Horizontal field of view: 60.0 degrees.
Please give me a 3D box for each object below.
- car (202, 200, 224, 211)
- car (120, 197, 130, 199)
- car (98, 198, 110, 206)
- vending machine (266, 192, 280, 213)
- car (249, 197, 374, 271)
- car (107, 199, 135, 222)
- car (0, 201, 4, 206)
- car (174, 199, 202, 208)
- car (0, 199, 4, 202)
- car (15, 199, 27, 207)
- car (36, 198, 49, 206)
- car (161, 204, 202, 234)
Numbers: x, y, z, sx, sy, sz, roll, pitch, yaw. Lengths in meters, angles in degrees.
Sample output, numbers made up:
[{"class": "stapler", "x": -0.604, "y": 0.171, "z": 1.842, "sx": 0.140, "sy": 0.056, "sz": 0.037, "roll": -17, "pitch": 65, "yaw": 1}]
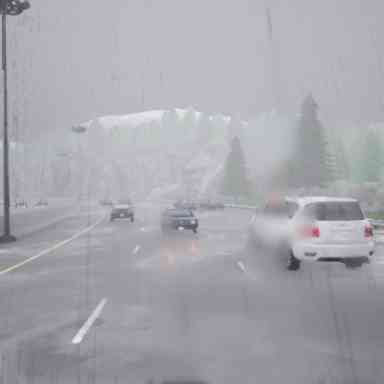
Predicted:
[{"class": "car", "x": 2.374, "y": 1.587, "z": 41.551, "sx": 1.895, "sy": 1.301, "sz": 4.718, "roll": -1, "pitch": 0, "yaw": -16}, {"class": "car", "x": -12.747, "y": 1.701, "z": 62.635, "sx": 2.128, "sy": 1.511, "sz": 4.902, "roll": -1, "pitch": 0, "yaw": -24}, {"class": "car", "x": -16.079, "y": 1.821, "z": 61.538, "sx": 1.994, "sy": 1.385, "sz": 4.181, "roll": -1, "pitch": 0, "yaw": -24}, {"class": "vending machine", "x": 8.504, "y": 1.092, "z": 34.919, "sx": 1.100, "sy": 2.100, "sz": 0.880, "roll": -1, "pitch": 0, "yaw": -12}, {"class": "car", "x": 3.551, "y": 1.177, "z": 11.006, "sx": 2.150, "sy": 2.045, "sz": 5.566, "roll": 0, "pitch": 0, "yaw": -5}, {"class": "car", "x": -5.776, "y": 1.620, "z": 27.756, "sx": 1.812, "sy": 1.442, "sz": 4.674, "roll": -1, "pitch": 0, "yaw": -10}, {"class": "car", "x": -16.164, "y": 1.732, "z": 24.560, "sx": 2.128, "sy": 1.511, "sz": 4.902, "roll": -1, "pitch": 0, "yaw": -10}, {"class": "car", "x": -0.941, "y": 1.580, "z": 40.982, "sx": 2.033, "sy": 1.411, "sz": 5.357, "roll": -1, "pitch": 0, "yaw": -18}, {"class": "car", "x": -36.208, "y": 2.017, "z": 62.975, "sx": 1.882, "sy": 1.535, "sz": 5.008, "roll": -1, "pitch": 0, "yaw": -27}, {"class": "car", "x": -32.147, "y": 1.984, "z": 62.674, "sx": 2.033, "sy": 1.411, "sz": 5.357, "roll": -1, "pitch": 0, "yaw": -26}, {"class": "car", "x": -28.432, "y": 1.904, "z": 63.069, "sx": 1.837, "sy": 1.490, "sz": 4.892, "roll": -1, "pitch": 0, "yaw": -26}, {"class": "car", "x": -0.852, "y": 1.622, "z": 19.621, "sx": 1.895, "sy": 1.301, "sz": 4.718, "roll": -1, "pitch": 0, "yaw": -7}]
